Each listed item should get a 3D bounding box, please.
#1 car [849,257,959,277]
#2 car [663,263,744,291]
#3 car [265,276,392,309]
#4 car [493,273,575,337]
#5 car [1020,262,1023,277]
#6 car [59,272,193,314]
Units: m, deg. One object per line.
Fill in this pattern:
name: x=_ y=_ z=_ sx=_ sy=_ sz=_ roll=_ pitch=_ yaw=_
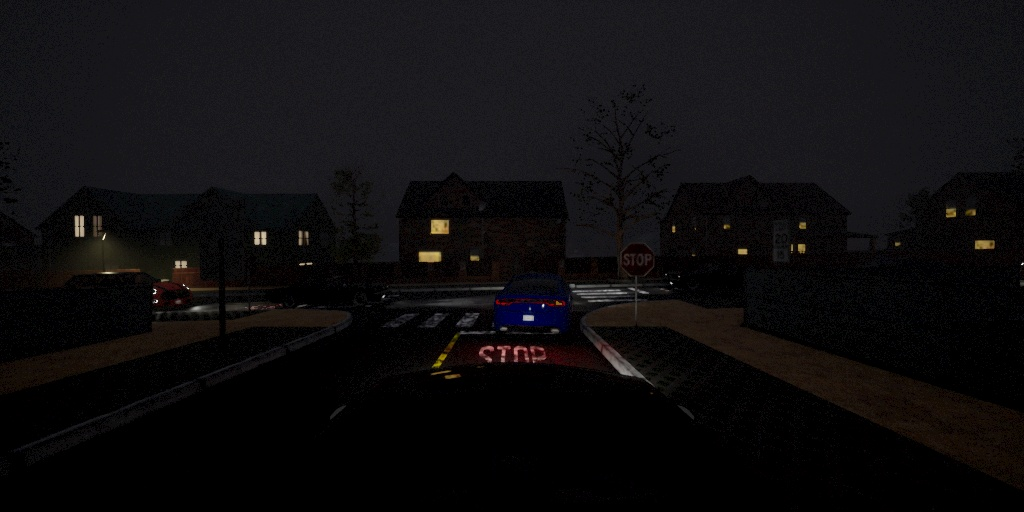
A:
car: x=20.061 y=0.753 z=18.578 sx=5.357 sy=1.411 sz=2.033 roll=-1 pitch=1 yaw=0
car: x=10.416 y=1.034 z=18.545 sx=4.718 sy=1.301 sz=1.895 roll=-1 pitch=1 yaw=-1
car: x=-7.807 y=1.506 z=15.623 sx=4.718 sy=1.301 sz=1.895 roll=-1 pitch=1 yaw=0
car: x=0.789 y=1.226 z=10.413 sx=1.882 sy=1.535 sz=5.008 roll=0 pitch=0 yaw=10
car: x=29.571 y=0.335 z=18.567 sx=4.553 sy=1.767 sz=2.097 roll=-1 pitch=1 yaw=0
car: x=-16.795 y=1.472 z=15.618 sx=4.553 sy=1.767 sz=2.097 roll=-1 pitch=1 yaw=0
